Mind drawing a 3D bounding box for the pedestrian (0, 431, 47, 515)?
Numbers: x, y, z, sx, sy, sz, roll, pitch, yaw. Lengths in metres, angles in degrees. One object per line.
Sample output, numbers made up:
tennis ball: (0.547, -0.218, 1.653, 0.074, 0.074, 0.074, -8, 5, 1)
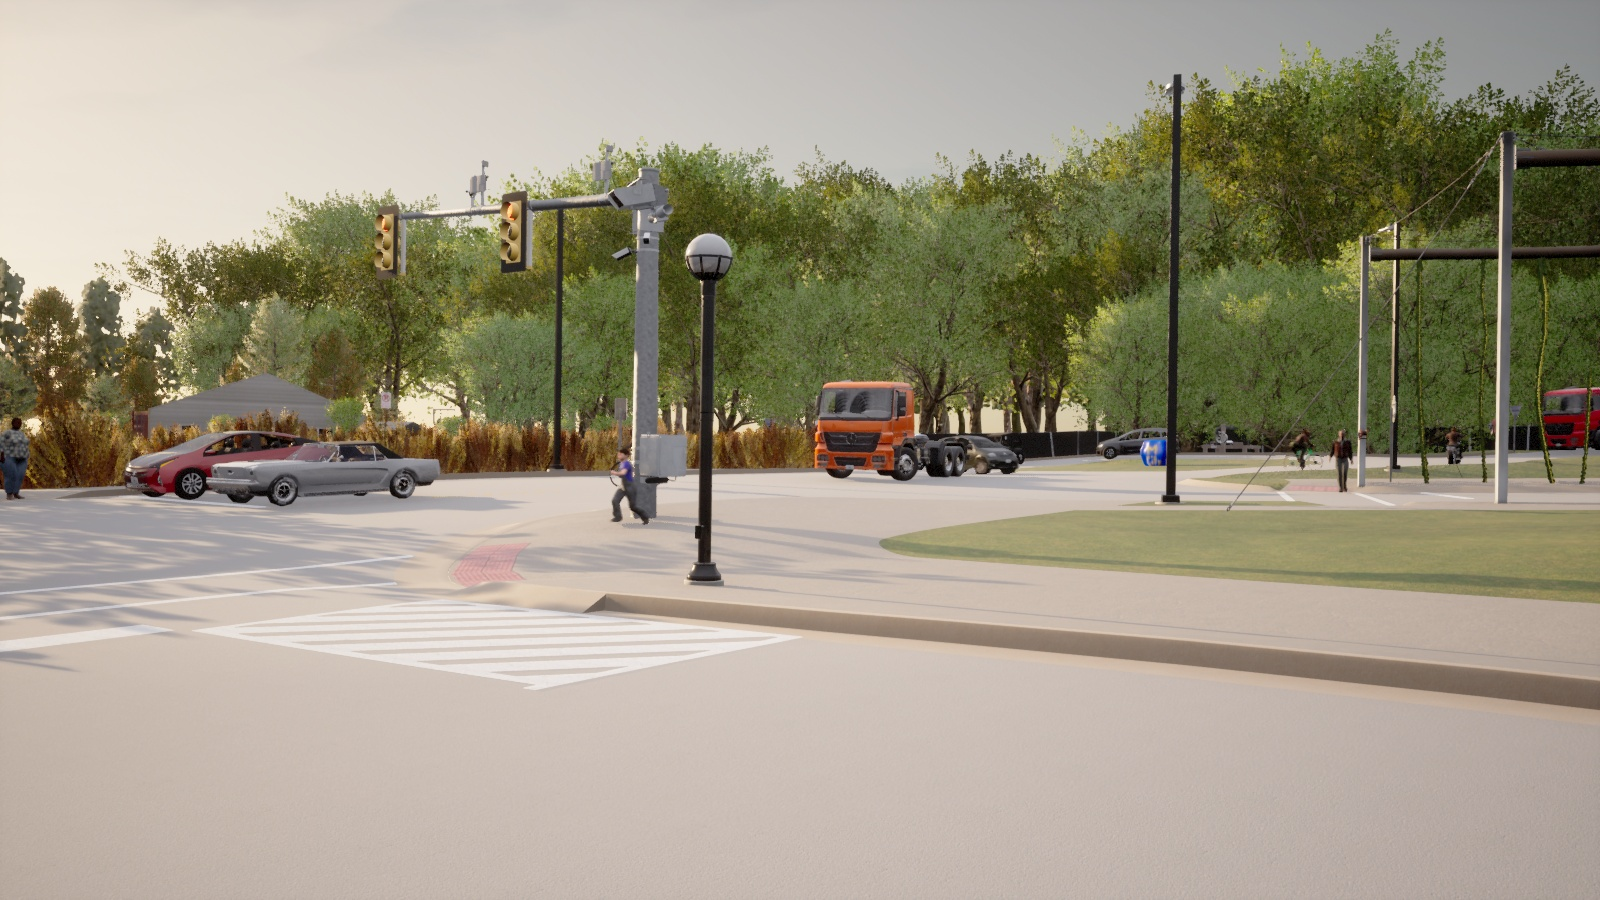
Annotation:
pedestrian: (-17.696, 0.498, 28.299, 0.900, 1.855, 0.874, 0, 0, 19)

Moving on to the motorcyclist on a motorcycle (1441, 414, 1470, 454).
motorcyclist on a motorcycle: (28.221, -0.695, 54.084, 0.766, 1.649, 2.350, -1, 0, 35)

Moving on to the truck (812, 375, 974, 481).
truck: (3.541, -0.790, 45.304, 2.891, 3.462, 7.936, 0, 1, 28)

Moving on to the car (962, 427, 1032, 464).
car: (11.366, -0.263, 72.383, 3.866, 1.878, 1.905, -4, 1, -42)

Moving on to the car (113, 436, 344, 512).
car: (-13.417, 0.513, 29.721, 2.007, 1.525, 4.514, 0, 2, 37)

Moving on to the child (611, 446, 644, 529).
child: (-2.676, 0.572, 19.487, 0.437, 1.263, 0.270, 0, 0, -37)

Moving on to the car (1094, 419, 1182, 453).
car: (19.069, -0.788, 70.795, 4.611, 1.667, 2.242, -3, 2, 19)

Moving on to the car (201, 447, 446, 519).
car: (-10.370, 0.656, 27.668, 1.895, 1.301, 4.718, 0, 2, 37)

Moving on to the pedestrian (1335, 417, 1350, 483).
pedestrian: (15.379, 0.008, 35.617, 0.376, 1.854, 0.720, 0, 0, 24)

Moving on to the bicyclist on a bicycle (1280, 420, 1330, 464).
bicyclist on a bicycle: (19.430, -0.309, 48.307, 1.656, 1.620, 0.582, -3, 0, -8)

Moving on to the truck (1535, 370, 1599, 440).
truck: (44.275, -2.637, 67.622, 7.936, 3.462, 2.891, -5, 1, -11)

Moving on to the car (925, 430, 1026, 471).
car: (7.266, 0.028, 52.329, 1.851, 1.617, 3.988, -2, 0, -37)
